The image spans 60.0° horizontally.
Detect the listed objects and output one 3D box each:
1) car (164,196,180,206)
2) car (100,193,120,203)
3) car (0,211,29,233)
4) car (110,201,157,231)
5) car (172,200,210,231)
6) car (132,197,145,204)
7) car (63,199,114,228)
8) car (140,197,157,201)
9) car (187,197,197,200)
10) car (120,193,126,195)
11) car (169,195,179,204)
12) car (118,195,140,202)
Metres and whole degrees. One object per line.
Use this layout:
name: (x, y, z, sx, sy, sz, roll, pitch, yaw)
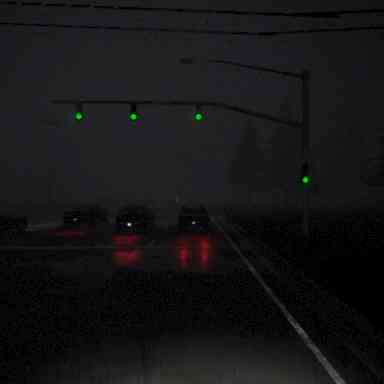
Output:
car: (-3.501, 1.594, 55.358, 1.895, 1.301, 4.718, 0, 0, 0)
car: (-14.001, 1.345, 55.481, 2.097, 1.767, 4.553, 0, 0, 0)
car: (-10.398, 1.599, 17.183, 1.895, 1.301, 4.718, 0, 0, 0)
car: (-3.398, 1.502, 20.420, 1.837, 1.490, 4.892, 0, 0, 0)
car: (0.100, 1.489, 20.745, 2.128, 1.511, 4.902, 0, 0, 0)
car: (-10.501, 1.585, 65.577, 1.895, 1.301, 4.718, 0, 0, 0)
car: (-6.899, 1.475, 22.149, 1.882, 1.535, 5.008, 0, 0, 0)
car: (-7.001, 1.594, 55.385, 1.895, 1.301, 4.718, 0, 0, 0)
car: (-0.001, 1.485, 55.275, 2.128, 1.511, 4.902, 0, 0, 0)
car: (-14.001, 1.201, 65.577, 2.150, 2.045, 5.566, 0, 0, 0)
car: (-3.501, 1.461, 65.546, 1.882, 1.535, 5.008, 0, 0, 0)
car: (-10.501, 1.594, 55.463, 1.895, 1.301, 4.718, 0, 0, 0)
